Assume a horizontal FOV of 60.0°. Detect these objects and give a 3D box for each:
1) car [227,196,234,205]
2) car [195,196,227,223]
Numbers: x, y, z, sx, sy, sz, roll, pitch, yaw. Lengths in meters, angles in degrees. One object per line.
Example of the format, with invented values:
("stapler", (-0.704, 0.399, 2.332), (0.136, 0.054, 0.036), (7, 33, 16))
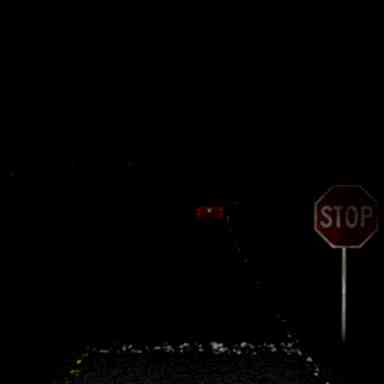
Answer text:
("car", (6.139, 1.453, 56.950), (2.128, 1.511, 4.902), (0, 0, 12))
("car", (1.438, 1.338, 25.438), (2.097, 1.767, 4.553), (0, 0, 5))
